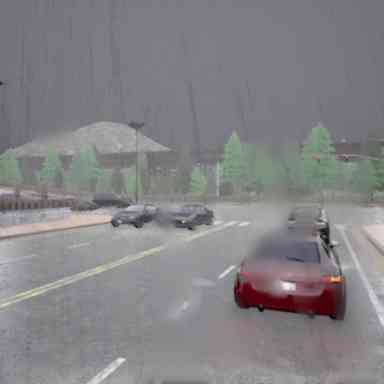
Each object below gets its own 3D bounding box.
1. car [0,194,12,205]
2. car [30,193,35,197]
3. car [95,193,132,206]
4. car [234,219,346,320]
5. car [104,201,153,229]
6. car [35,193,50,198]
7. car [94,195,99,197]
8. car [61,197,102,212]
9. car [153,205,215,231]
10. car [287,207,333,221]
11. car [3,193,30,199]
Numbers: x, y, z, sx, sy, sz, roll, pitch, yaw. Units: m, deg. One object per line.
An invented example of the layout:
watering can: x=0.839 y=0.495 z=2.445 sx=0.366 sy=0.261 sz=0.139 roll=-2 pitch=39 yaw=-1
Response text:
car: x=-26.045 y=1.249 z=42.281 sx=4.902 sy=1.511 sz=2.128 roll=3 pitch=1 yaw=20
car: x=-26.649 y=0.952 z=49.956 sx=4.553 sy=1.767 sz=2.097 roll=3 pitch=1 yaw=20
car: x=-10.520 y=1.179 z=44.119 sx=5.566 sy=2.045 sz=2.150 roll=0 pitch=0 yaw=20
car: x=2.288 y=1.557 z=7.492 sx=1.994 sy=1.385 sz=4.181 roll=0 pitch=0 yaw=21
car: x=-3.446 y=1.508 z=21.964 sx=1.812 sy=1.442 sz=4.674 roll=0 pitch=0 yaw=22
car: x=-27.026 y=0.903 z=57.744 sx=4.902 sy=1.511 sz=2.128 roll=4 pitch=1 yaw=20
car: x=-14.598 y=1.464 z=41.877 sx=4.892 sy=1.490 sz=1.837 roll=0 pitch=0 yaw=20
car: x=-12.829 y=1.532 z=37.519 sx=4.181 sy=1.385 sz=1.994 roll=0 pitch=0 yaw=20
car: x=-0.140 y=1.530 z=20.805 sx=2.033 sy=1.411 sz=5.357 roll=0 pitch=0 yaw=22
car: x=5.537 y=1.476 z=15.787 sx=2.128 sy=1.511 sz=4.902 roll=0 pitch=0 yaw=22
car: x=-25.408 y=1.223 z=45.778 sx=4.902 sy=1.511 sz=2.128 roll=3 pitch=1 yaw=20
